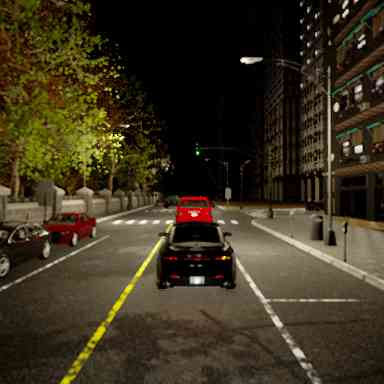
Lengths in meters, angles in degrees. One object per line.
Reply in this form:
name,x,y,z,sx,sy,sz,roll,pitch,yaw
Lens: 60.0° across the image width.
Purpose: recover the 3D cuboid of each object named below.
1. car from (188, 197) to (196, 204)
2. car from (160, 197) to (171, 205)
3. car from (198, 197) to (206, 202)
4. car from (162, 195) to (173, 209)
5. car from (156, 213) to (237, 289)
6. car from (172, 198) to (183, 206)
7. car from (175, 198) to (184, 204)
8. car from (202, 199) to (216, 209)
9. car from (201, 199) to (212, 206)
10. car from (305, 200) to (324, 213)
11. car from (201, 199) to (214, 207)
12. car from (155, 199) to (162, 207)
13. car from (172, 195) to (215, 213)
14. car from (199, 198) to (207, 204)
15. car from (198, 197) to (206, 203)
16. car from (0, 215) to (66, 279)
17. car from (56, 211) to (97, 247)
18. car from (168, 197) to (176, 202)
car,0.029,2.004,80.417,1.882,1.535,5.008,0,0,0
car,-5.662,1.902,70.448,1.967,1.590,4.097,0,0,0
car,2.727,2.072,92.973,1.967,1.590,4.097,0,0,0
car,-3.071,1.558,52.375,2.150,2.045,5.566,0,0,0
car,0.101,1.563,9.270,1.837,1.490,4.892,0,0,0
car,-2.980,2.006,67.559,1.994,1.385,4.181,0,0,0
car,-2.971,2.120,79.245,1.895,1.301,4.718,0,0,0
car,2.711,1.910,53.546,1.947,1.339,4.313,0,0,0
car,2.715,1.988,64.812,1.947,1.339,4.313,0,0,0
car,14.739,1.523,36.755,4.181,1.385,1.994,-1,-1,0
car,2.713,1.949,59.179,1.947,1.339,4.313,0,0,0
car,-5.667,1.964,59.182,1.802,1.307,4.206,0,0,0
car,0.096,1.348,20.751,2.150,2.045,5.566,0,0,-1
car,2.722,2.090,81.709,1.887,1.381,4.507,0,0,0
car,2.725,2.029,87.341,1.967,1.590,4.097,0,0,0
car,-5.763,1.612,10.092,2.008,1.369,4.403,0,0,0
car,-5.813,1.640,15.632,1.887,1.381,4.507,0,0,0
car,-5.653,2.072,92.976,1.967,1.590,4.097,0,0,0
